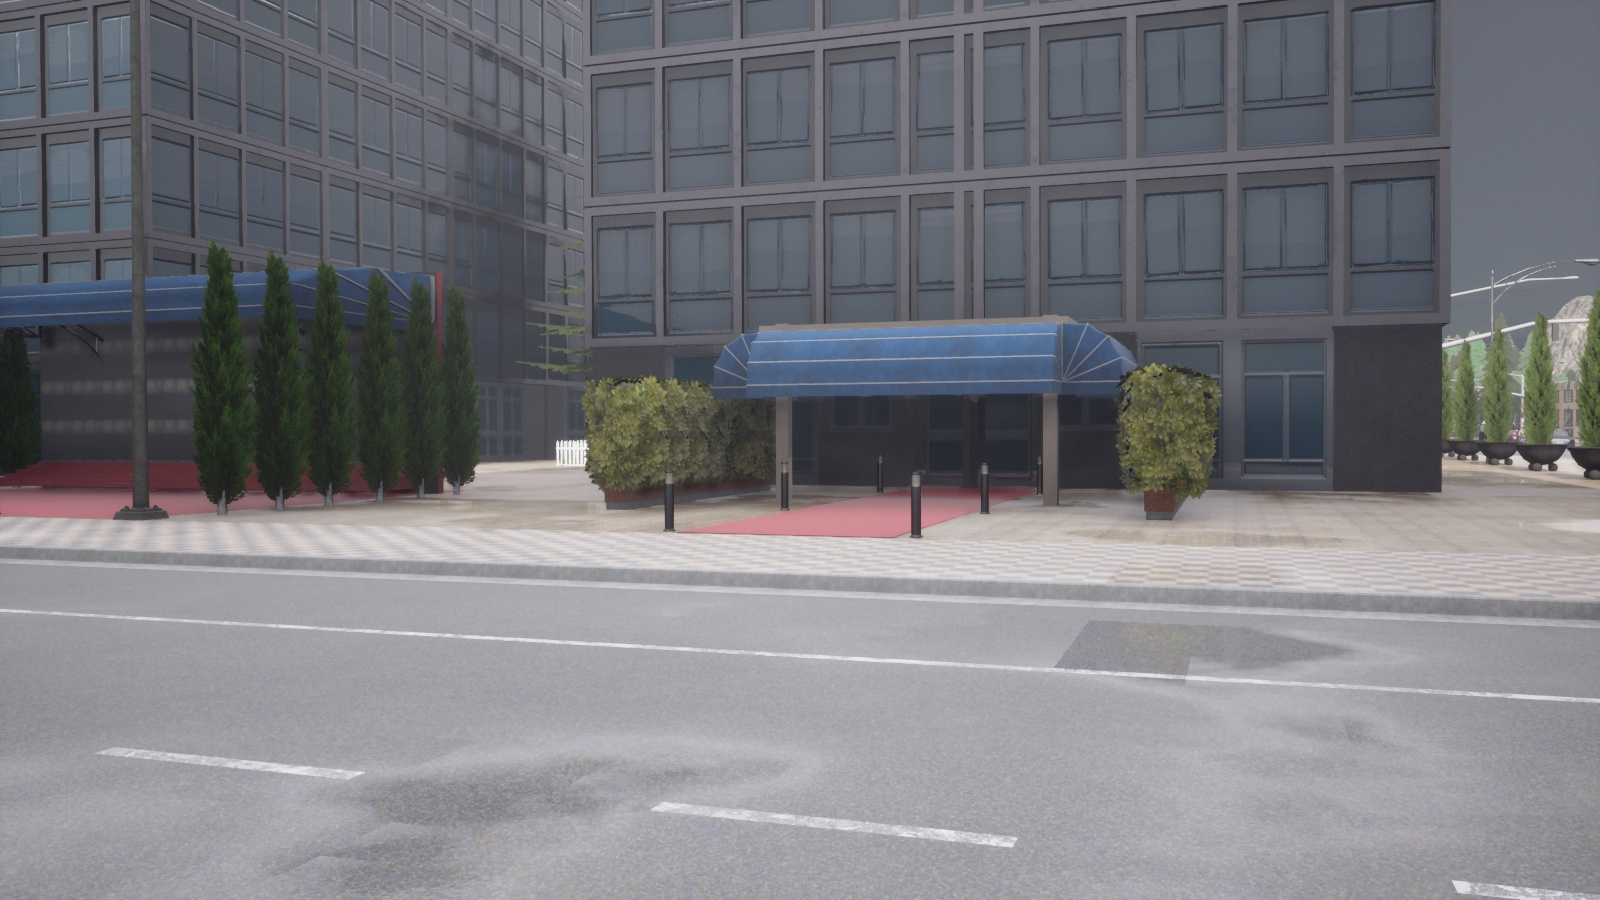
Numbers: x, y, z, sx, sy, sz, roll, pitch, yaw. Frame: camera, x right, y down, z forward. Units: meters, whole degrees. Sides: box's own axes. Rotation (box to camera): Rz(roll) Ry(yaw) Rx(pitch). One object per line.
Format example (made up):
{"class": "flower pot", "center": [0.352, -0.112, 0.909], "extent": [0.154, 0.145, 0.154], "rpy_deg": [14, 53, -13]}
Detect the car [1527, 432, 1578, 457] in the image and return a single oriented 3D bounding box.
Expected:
{"class": "car", "center": [50.854, -0.413, 84.963], "extent": [2.033, 1.649, 4.856], "rpy_deg": [1, 1, 19]}

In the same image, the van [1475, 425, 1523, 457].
{"class": "van", "center": [47.007, -0.627, 84.550], "extent": [2.069, 2.038, 4.480], "rpy_deg": [1, 1, 19]}
